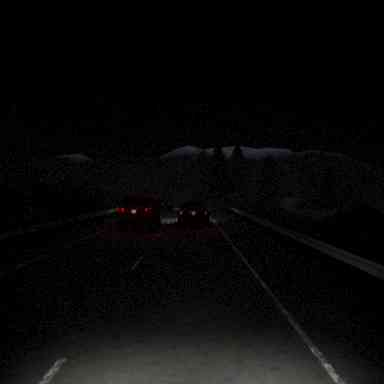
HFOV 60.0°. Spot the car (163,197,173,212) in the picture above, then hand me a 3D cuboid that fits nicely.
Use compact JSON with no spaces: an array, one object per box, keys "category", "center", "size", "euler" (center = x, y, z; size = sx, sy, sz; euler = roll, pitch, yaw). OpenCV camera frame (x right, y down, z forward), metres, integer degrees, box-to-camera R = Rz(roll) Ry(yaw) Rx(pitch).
[{"category":"car","center":[-3.424,1.434,40.940],"size":[2.097,1.767,4.553],"euler":[0,0,0]}]

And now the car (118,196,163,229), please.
[{"category":"car","center":[-3.397,1.261,22.113],"size":[2.150,2.045,5.566],"euler":[0,-1,0]}]

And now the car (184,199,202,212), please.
[{"category":"car","center":[0.080,1.630,41.327],"size":[2.033,1.411,5.357],"euler":[0,0,-1]}]

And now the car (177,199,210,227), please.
[{"category":"car","center":[0.101,1.399,23.292],"size":[2.097,1.767,4.553],"euler":[0,0,0]}]
